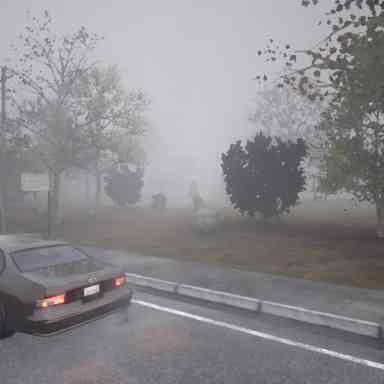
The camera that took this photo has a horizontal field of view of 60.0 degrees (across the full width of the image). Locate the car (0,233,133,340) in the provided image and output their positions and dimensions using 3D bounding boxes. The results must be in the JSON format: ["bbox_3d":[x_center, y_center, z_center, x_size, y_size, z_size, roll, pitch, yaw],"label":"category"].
[{"bbox_3d":[-3.579,1.547,6.535,5.357,1.411,2.033,0,0,35],"label":"car"}]
